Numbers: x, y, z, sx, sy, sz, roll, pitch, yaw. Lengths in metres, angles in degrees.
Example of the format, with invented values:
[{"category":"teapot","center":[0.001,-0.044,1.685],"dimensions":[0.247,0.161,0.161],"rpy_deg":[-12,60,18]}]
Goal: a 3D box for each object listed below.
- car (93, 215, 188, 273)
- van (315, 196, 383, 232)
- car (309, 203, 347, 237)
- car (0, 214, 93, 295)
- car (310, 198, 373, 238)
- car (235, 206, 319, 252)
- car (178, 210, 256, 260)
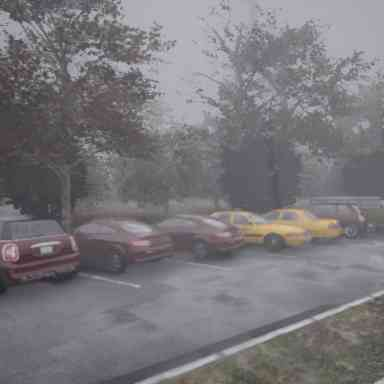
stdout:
[{"category":"car","center":[-2.703,1.538,10.584],"dimensions":[4.674,1.452,2.002],"rpy_deg":[-1,-1,34]},{"category":"van","center":[9.213,1.257,19.445],"dimensions":[4.442,1.987,1.878],"rpy_deg":[-1,-1,32]},{"category":"car","center":[4.262,1.489,15.996],"dimensions":[5.366,1.575,1.946],"rpy_deg":[-1,-1,33]},{"category":"car","center":[-5.078,1.375,8.828],"dimensions":[4.553,1.767,2.185],"rpy_deg":[-1,0,34]},{"category":"car","center":[6.799,1.361,17.673],"dimensions":[4.553,1.767,2.185],"rpy_deg":[-1,0,33]},{"category":"car","center":[2.211,1.487,14.016],"dimensions":[5.366,1.575,1.946],"rpy_deg":[-1,-1,33]},{"category":"car","center":[-0.320,1.535,12.340],"dimensions":[4.674,1.452,2.002],"rpy_deg":[-1,-1,34]}]
